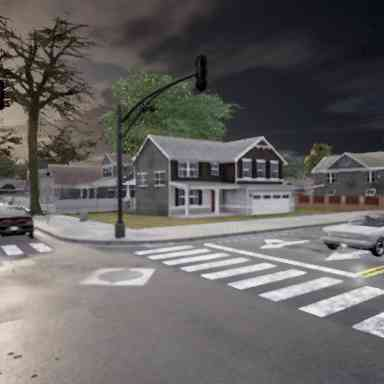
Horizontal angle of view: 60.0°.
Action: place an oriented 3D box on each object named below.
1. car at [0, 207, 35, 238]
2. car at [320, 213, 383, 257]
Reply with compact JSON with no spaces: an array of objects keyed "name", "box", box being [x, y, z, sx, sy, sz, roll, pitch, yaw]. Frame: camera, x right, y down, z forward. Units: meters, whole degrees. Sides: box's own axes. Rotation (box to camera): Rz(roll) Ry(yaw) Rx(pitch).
[{"name":"car","box":[-9.384,1.488,16.986,1.882,1.535,5.008,0,0,-34]},{"name":"car","box":[6.984,1.502,12.654,4.718,1.301,1.895,-1,0,-36]}]
